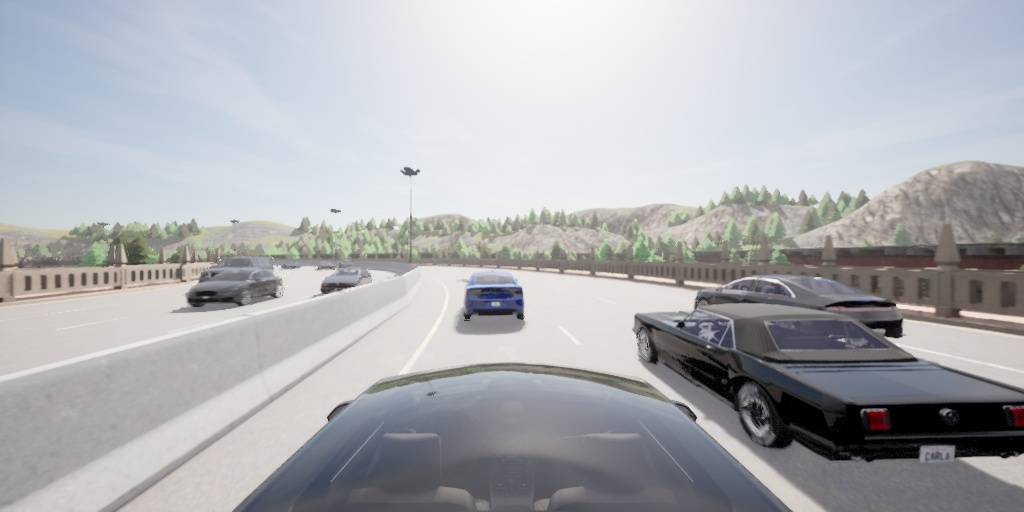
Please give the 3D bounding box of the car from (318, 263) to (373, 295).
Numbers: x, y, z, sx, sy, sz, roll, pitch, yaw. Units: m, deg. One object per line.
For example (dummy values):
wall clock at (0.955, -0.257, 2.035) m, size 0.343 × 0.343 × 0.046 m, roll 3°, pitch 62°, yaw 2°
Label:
car at (-9.273, 1.354, 20.584) m, size 2.033 × 1.411 × 5.357 m, roll 0°, pitch 0°, yaw -12°

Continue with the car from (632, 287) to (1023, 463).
car at (3.407, 1.339, 5.158) m, size 1.895 × 1.301 × 4.718 m, roll 0°, pitch 0°, yaw -2°

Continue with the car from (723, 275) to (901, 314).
car at (6.617, 1.219, 9.085) m, size 2.128 × 1.511 × 4.902 m, roll 0°, pitch 0°, yaw -4°

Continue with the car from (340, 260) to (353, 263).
car at (-27.020, 1.428, 58.664) m, size 1.837 × 1.490 × 4.892 m, roll 0°, pitch 0°, yaw -37°

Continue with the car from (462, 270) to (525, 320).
car at (-0.752, 1.241, 12.786) m, size 1.882 × 1.535 × 5.008 m, roll 0°, pitch 0°, yaw -7°

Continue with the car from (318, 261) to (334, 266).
car at (-27.923, 1.442, 53.918) m, size 1.812 × 1.442 × 4.674 m, roll 0°, pitch 0°, yaw -35°

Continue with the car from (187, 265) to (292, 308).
car at (-11.990, 1.320, 15.935) m, size 1.837 × 1.490 × 4.892 m, roll 0°, pitch 0°, yaw -10°

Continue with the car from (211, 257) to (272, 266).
car at (-16.907, 1.063, 22.402) m, size 2.150 × 2.045 × 5.566 m, roll 0°, pitch 0°, yaw -15°
